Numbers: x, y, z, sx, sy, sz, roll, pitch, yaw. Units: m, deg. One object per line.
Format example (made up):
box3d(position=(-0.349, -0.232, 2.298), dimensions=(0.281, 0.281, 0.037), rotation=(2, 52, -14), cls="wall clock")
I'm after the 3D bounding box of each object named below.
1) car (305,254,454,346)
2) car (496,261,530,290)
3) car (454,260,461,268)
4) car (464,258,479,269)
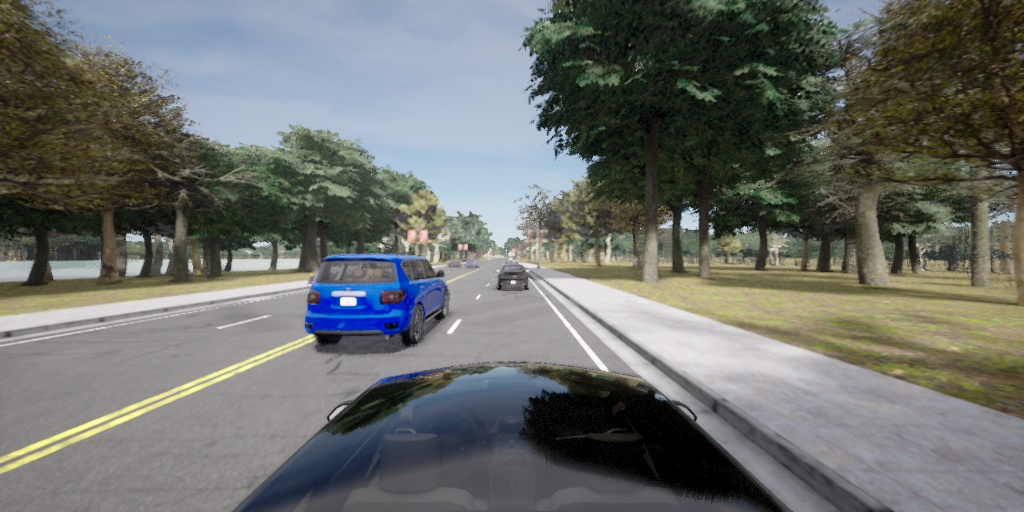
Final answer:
box3d(position=(-3.154, 0.974, 9.582), dimensions=(2.150, 2.045, 5.566), rotation=(0, 0, 0), cls="car")
box3d(position=(0.061, 1.267, 22.848), dimensions=(1.837, 1.490, 4.892), rotation=(0, 0, 0), cls="car")
box3d(position=(-10.112, 1.437, 63.082), dimensions=(1.994, 1.385, 4.181), rotation=(0, 0, 0), cls="car")
box3d(position=(-6.859, 1.217, 61.333), dimensions=(2.097, 1.767, 4.553), rotation=(0, 0, 0), cls="car")
